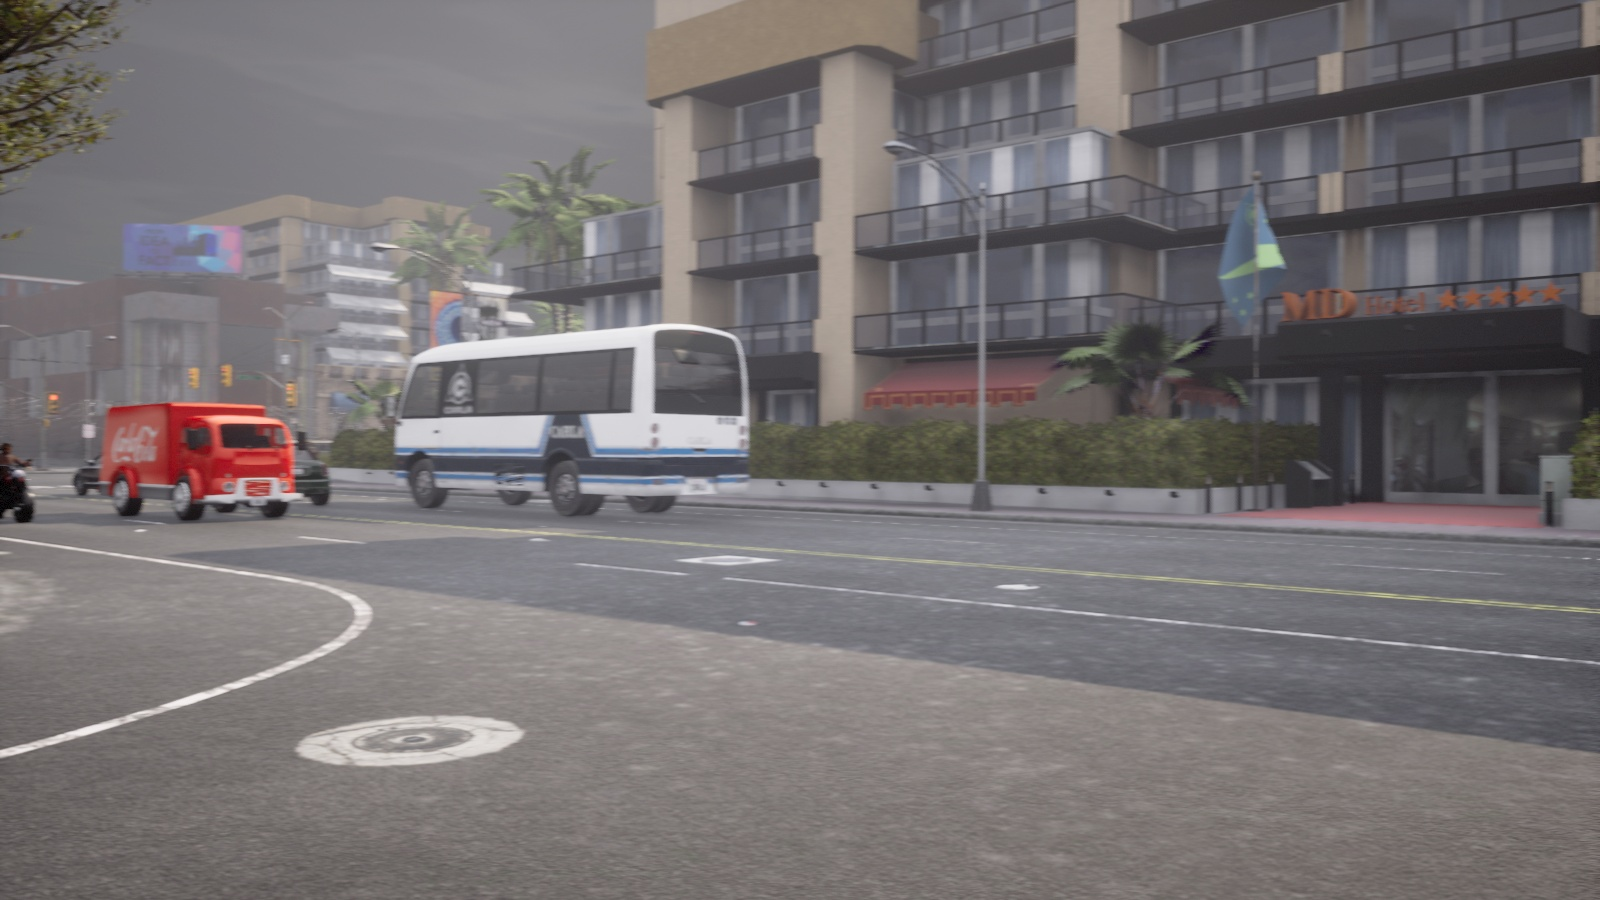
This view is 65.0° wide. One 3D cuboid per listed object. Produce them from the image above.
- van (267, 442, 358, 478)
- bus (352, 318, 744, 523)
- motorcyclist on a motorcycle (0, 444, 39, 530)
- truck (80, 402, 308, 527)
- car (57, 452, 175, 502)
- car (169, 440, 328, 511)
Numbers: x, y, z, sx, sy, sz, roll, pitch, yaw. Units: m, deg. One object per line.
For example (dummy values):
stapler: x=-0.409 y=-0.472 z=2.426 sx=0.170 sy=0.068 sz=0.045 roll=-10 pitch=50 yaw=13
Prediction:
van: x=-27.460 y=0.555 z=70.871 sx=4.442 sy=1.987 sz=1.775 roll=0 pitch=0 yaw=-42
bus: x=-6.470 y=-0.607 z=30.827 sx=10.273 sy=4.253 sz=3.944 roll=0 pitch=0 yaw=41
motorcyclist on a motorcycle: x=-16.203 y=0.714 z=25.340 sx=2.350 sy=1.649 sz=0.766 roll=0 pitch=0 yaw=41
truck: x=-13.319 y=0.279 z=27.477 sx=5.204 sy=2.467 sz=2.627 roll=0 pitch=0 yaw=41
car: x=-21.216 y=0.789 z=38.878 sx=4.193 sy=1.474 sz=1.816 roll=0 pitch=0 yaw=40
car: x=-14.633 y=0.629 z=33.218 sx=4.553 sy=1.767 sz=2.097 roll=0 pitch=0 yaw=40
